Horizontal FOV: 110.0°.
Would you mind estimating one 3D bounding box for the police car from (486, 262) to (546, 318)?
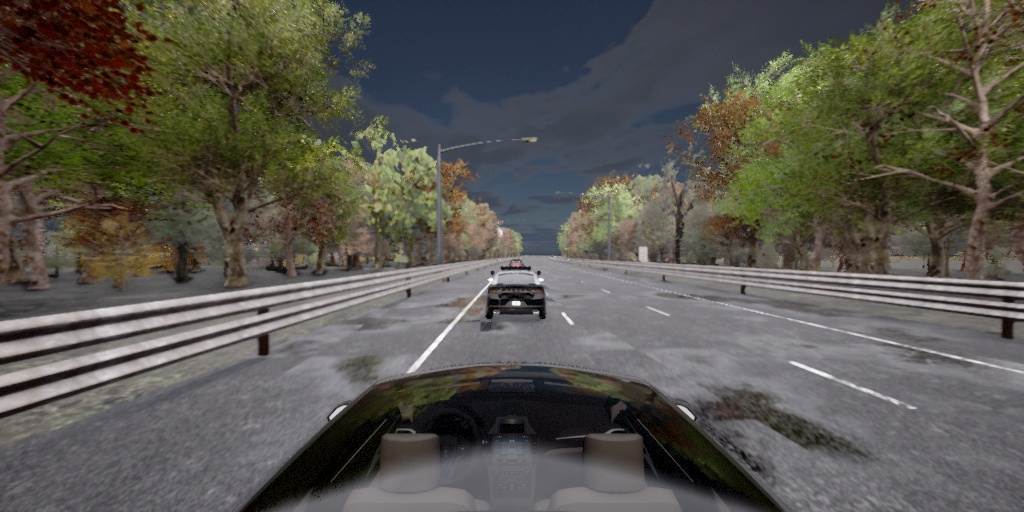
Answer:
[{"bbox_3d":[0.136,1.174,13.026,1.930,1.638,5.238,0,0,0],"label":"police car"}]

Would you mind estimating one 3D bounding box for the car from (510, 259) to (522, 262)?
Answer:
[{"bbox_3d":[0.549,1.173,44.753,2.033,1.649,4.856,0,0,1],"label":"car"}]
